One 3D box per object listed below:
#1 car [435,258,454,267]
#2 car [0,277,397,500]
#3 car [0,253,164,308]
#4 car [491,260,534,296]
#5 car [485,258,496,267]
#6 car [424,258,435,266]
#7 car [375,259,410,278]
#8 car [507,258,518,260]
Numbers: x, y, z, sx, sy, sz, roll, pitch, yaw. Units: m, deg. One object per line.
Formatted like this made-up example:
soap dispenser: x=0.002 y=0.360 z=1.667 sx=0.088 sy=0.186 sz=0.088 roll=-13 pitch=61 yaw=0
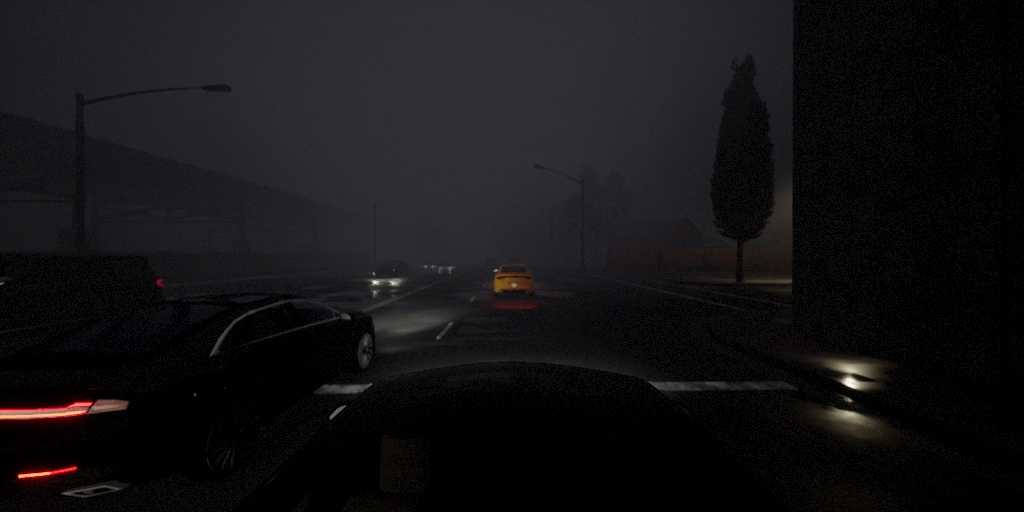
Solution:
car: x=-10.561 y=0.996 z=57.969 sx=1.812 sy=1.442 sz=4.674 roll=0 pitch=0 yaw=1
car: x=-3.415 y=1.227 z=4.667 sx=2.128 sy=1.511 sz=4.902 roll=0 pitch=0 yaw=0
car: x=-10.601 y=0.942 z=7.494 sx=2.150 sy=2.045 sz=5.566 roll=0 pitch=0 yaw=0
car: x=0.096 y=1.144 z=18.557 sx=1.882 sy=1.535 sz=5.008 roll=0 pitch=0 yaw=0
car: x=-3.412 y=1.017 z=58.210 sx=2.033 sy=1.411 sz=5.357 roll=0 pitch=0 yaw=0
car: x=-14.014 y=0.992 z=63.222 sx=2.033 sy=1.411 sz=5.357 roll=0 pitch=0 yaw=0
car: x=-10.607 y=1.077 z=32.082 sx=1.882 sy=1.535 sz=5.008 roll=0 pitch=0 yaw=0
car: x=0.084 y=1.027 z=59.450 sx=1.994 sy=1.385 sz=4.181 roll=0 pitch=0 yaw=0
